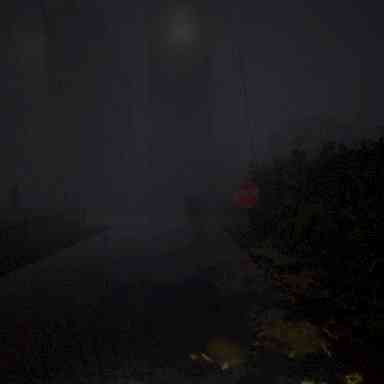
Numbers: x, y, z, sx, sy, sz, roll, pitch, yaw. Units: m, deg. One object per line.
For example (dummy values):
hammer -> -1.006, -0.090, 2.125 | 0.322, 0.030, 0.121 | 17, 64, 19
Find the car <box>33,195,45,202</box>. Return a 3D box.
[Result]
car -> -37.362, 1.613, 82.559 | 3.866, 1.878, 1.905 | 0, 0, -1
